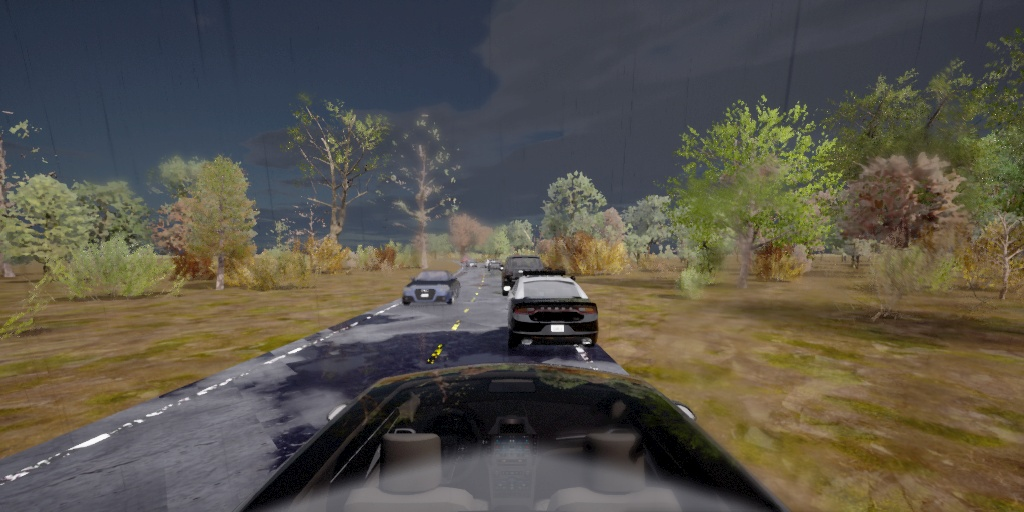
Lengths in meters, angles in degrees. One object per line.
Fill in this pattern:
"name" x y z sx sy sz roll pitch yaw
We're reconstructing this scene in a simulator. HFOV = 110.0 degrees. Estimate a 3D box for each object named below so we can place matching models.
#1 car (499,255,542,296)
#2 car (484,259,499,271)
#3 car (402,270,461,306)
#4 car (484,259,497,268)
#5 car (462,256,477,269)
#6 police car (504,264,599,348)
"car" 0.531 0.972 19.380 2.150 2.045 5.566 0 0 -2
"car" -2.313 1.240 48.066 2.128 1.511 4.902 0 0 -5
"car" -3.377 1.313 15.654 1.994 1.385 4.181 0 0 -2
"car" -3.593 1.278 59.865 1.812 1.442 4.674 0 0 -8
"car" -6.576 1.245 58.330 2.128 1.511 4.902 0 0 -7
"police car" 0.820 1.174 9.415 1.930 1.638 5.238 0 0 -1
